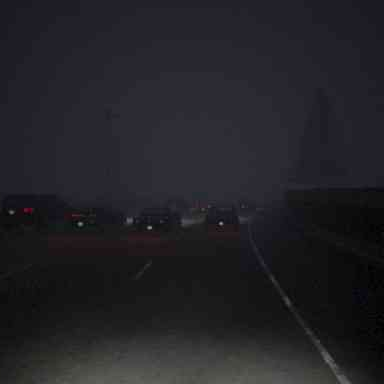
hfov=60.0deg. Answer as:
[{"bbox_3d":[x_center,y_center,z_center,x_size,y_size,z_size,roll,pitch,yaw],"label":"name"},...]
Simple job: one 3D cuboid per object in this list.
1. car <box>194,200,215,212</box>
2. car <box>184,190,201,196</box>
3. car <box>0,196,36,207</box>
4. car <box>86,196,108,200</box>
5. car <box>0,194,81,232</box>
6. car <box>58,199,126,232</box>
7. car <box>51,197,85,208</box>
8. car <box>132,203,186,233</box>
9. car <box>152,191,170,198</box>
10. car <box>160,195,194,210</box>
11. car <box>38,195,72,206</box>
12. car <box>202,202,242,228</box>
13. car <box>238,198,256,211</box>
[{"bbox_3d":[1.750,1.491,35.843,1.895,1.301,4.718,0,0,16],"label":"car"},{"bbox_3d":[0.131,0.572,83.246,2.150,2.045,5.566,0,0,33],"label":"car"},{"bbox_3d":[-24.560,1.306,46.222,2.033,1.411,5.357,0,0,17],"label":"car"},{"bbox_3d":[-13.364,1.292,46.715,2.128,1.511,4.902,0,0,18],"label":"car"},{"bbox_3d":[-8.845,1.124,19.662,2.150,2.045,5.566,0,0,8],"label":"car"},{"bbox_3d":[-5.335,1.409,19.332,2.128,1.511,4.902,0,0,8],"label":"car"},{"bbox_3d":[-17.175,1.386,46.387,1.895,1.301,4.718,0,0,18],"label":"car"},{"bbox_3d":[-1.840,1.531,19.234,1.895,1.301,4.718,0,0,8],"label":"car"},{"bbox_3d":[-7.766,0.717,83.797,2.150,2.045,5.566,0,0,30],"label":"car"},{"bbox_3d":[-1.561,1.380,36.876,1.837,1.490,4.892,0,0,16],"label":"car"},{"bbox_3d":[-20.026,1.272,48.866,1.837,1.490,4.892,0,0,18],"label":"car"},{"bbox_3d":[2.074,1.539,21.546,1.895,1.301,4.718,0,0,10],"label":"car"},{"bbox_3d":[6.274,1.424,38.700,1.812,1.442,4.674,0,0,17],"label":"car"}]
